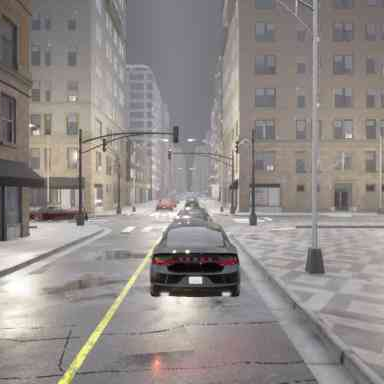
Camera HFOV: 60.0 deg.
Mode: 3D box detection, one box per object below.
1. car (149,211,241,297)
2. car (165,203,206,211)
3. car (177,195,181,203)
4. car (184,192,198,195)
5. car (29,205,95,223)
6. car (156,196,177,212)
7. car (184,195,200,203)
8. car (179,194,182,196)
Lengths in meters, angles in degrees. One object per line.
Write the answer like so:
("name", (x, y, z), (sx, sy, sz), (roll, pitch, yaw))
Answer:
("car", (0.059, 1.477, 8.618), (1.882, 1.535, 5.008), (0, 0, 0))
("car", (0.073, 1.546, 18.428), (2.033, 1.411, 5.357), (0, 0, 5))
("car", (-3.159, 1.544, 49.527), (2.033, 1.411, 5.357), (0, 0, 0))
("car", (-0.163, 1.352, 80.708), (2.097, 1.767, 4.553), (0, 0, 0))
("car", (-9.724, 1.599, 24.753), (4.718, 1.301, 1.895), (0, 0, -4))
("car", (-3.172, 1.474, 39.796), (1.882, 1.535, 5.008), (0, 0, -1))
("car", (0.003, 1.522, 46.655), (1.812, 1.442, 4.674), (0, 0, 0))
("car", (-3.179, 1.501, 59.701), (1.837, 1.490, 4.892), (0, 0, 0))
